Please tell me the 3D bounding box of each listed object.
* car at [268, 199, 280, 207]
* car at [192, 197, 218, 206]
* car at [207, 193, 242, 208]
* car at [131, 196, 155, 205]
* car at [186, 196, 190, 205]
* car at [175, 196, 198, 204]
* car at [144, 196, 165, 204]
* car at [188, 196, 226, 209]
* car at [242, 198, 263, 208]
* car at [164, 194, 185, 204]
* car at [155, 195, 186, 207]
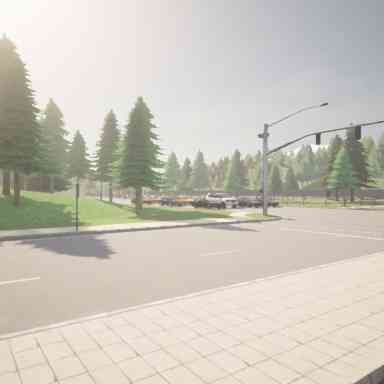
[{"bbox_3d":[10.608,1.547,50.244,2.033,1.411,5.357,0,0,-35],"label":"car"},{"bbox_3d":[2.170,1.601,56.162,1.895,1.301,4.718,0,0,-35],"label":"car"},{"bbox_3d":[4.124,1.221,47.298,2.150,2.045,5.566,0,0,-34],"label":"car"},{"bbox_3d":[-9.288,1.547,60.312,2.033,1.411,5.357,0,0,-36],"label":"car"},{"bbox_3d":[-1.489,1.478,55.273,1.882,1.535,5.008,0,0,-35],"label":"car"},{"bbox_3d":[-1.143,1.547,67.058,2.033,1.411,5.357,0,0,-34],"label":"car"},{"bbox_3d":[-7.154,1.478,63.387,1.882,1.535,5.008,0,0,-35],"label":"car"},{"bbox_3d":[1.937,1.601,44.308,1.895,1.301,4.718,0,0,-35],"label":"car"},{"bbox_3d":[7.682,1.547,48.315,2.033,1.411,5.357,0,0,-35],"label":"car"},{"bbox_3d":[-3.402,1.352,64.142,2.097,1.767,4.553,0,0,-35],"label":"car"},{"bbox_3d":[-3.420,1.505,51.930,1.837,1.490,4.892,0,0,-35],"label":"car"}]
